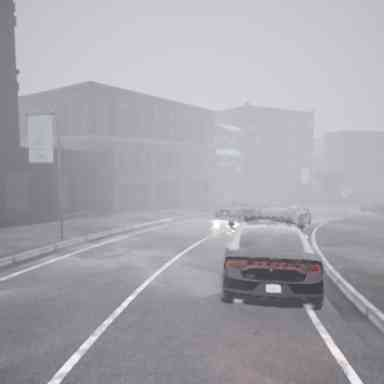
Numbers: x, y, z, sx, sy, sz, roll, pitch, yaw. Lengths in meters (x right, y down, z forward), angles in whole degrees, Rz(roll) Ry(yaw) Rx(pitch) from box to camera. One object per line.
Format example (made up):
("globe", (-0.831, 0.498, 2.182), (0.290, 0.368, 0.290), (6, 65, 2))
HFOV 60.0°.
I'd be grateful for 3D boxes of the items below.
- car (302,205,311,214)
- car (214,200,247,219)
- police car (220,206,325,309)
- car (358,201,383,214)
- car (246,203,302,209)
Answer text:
("car", (6.736, 1.459, 22.185), (1.812, 1.442, 4.674), (3, 1, 28))
("car", (3.289, 1.311, 25.077), (1.994, 1.385, 4.181), (3, 1, 30))
("police car", (1.794, 1.376, 8.025), (1.930, 1.638, 5.238), (1, 0, 10))
("car", (22.510, 1.835, 40.531), (5.357, 1.411, 2.033), (2, 3, -32))
("car", (4.351, 1.401, 17.027), (1.882, 1.535, 5.008), (2, 1, 21))
